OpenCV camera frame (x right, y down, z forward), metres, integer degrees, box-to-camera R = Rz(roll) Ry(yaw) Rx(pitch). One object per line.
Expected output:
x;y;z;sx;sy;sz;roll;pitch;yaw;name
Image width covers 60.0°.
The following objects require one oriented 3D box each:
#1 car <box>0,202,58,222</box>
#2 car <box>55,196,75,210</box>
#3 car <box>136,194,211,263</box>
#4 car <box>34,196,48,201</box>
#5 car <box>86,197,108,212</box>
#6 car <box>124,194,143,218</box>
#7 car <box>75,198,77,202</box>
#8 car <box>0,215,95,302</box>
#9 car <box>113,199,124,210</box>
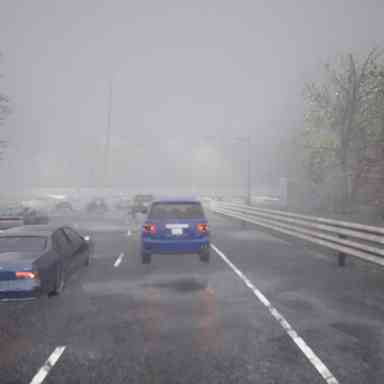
-8.541;1.499;16.676;2.128;1.511;4.902;0;0;-9;car
-16.449;1.531;42.580;1.812;1.442;4.674;0;0;-23;car
-0.660;1.213;12.141;2.150;2.045;5.566;0;0;-5;car
-37.953;1.577;83.709;4.181;1.385;1.994;0;0;41;car
-11.332;1.347;39.446;2.097;1.767;4.553;0;0;-21;car
-4.687;1.208;30.686;2.150;2.045;5.566;0;0;-16;car
-26.298;1.558;71.589;1.994;1.385;4.181;0;0;-40;car
-3.855;1.550;8.435;2.033;1.411;5.357;0;0;-5;car
-8.790;1.551;42.396;1.994;1.385;4.181;0;0;-23;car
